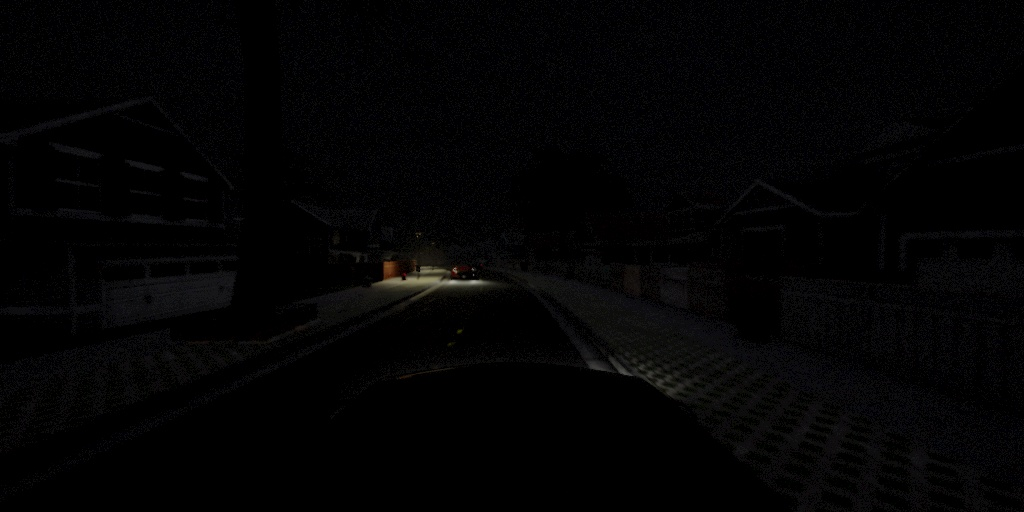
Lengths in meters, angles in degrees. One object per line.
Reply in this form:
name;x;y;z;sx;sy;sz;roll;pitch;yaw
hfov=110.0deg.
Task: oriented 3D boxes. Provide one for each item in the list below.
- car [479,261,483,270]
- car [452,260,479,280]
car;-5.796;1.441;55.949;2.033;1.411;5.357;0;0;-15
car;-4.227;1.145;31.977;2.097;1.767;4.553;0;0;-7
